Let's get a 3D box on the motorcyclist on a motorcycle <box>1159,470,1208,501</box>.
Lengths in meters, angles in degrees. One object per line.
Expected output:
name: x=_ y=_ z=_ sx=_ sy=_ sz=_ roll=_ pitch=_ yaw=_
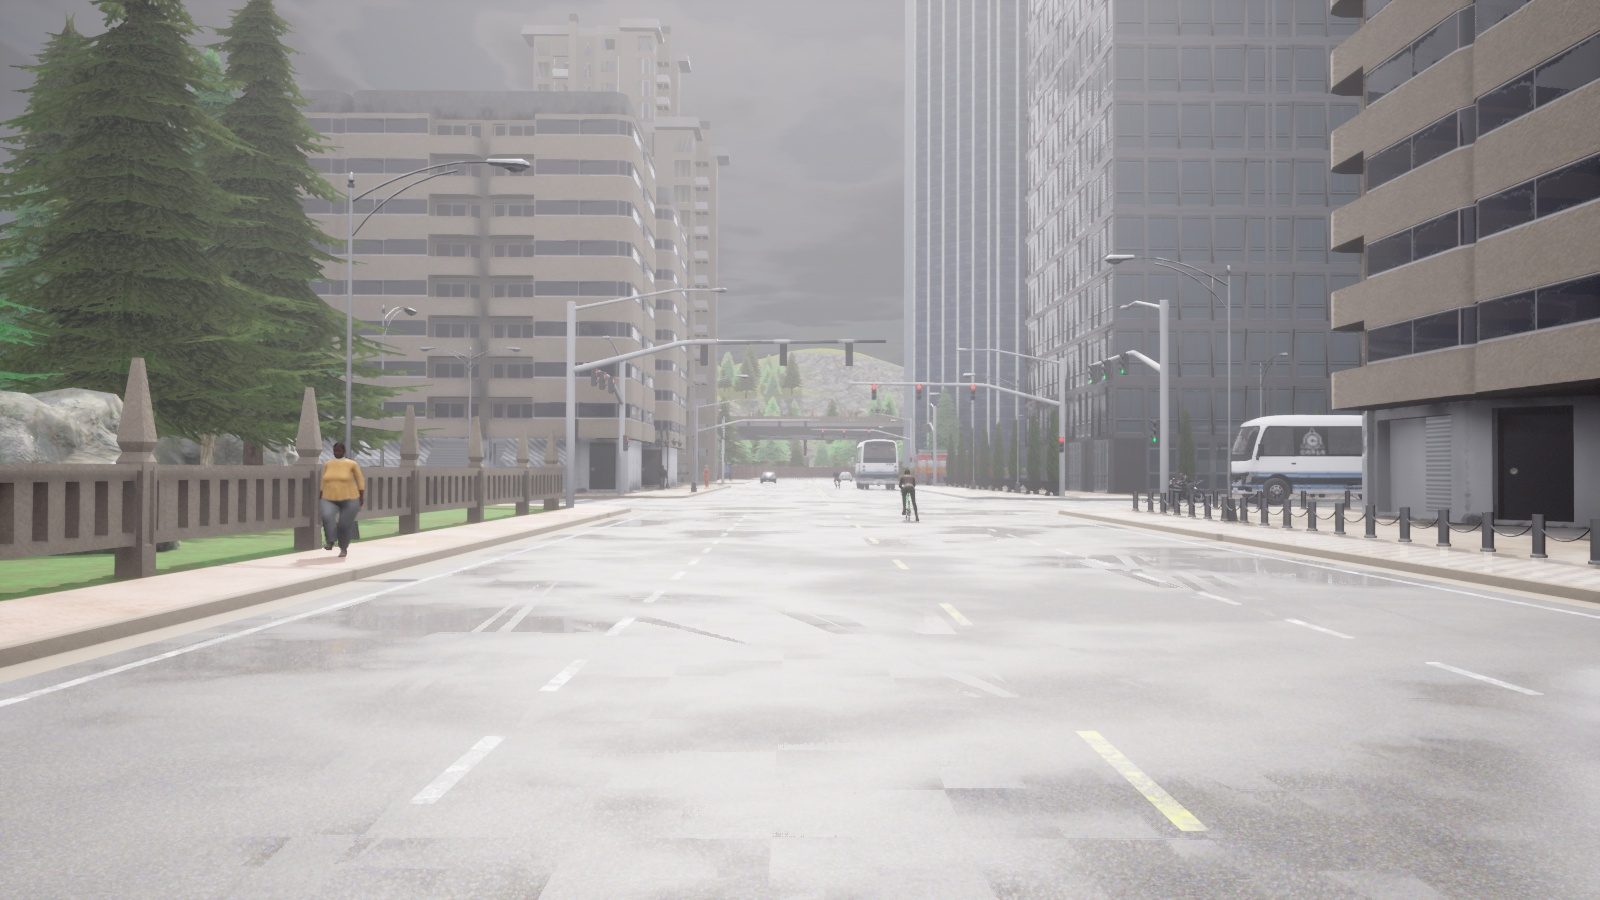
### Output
motorcyclist on a motorcycle: x=19.262 y=1.773 z=63.053 sx=2.191 sy=1.530 sz=0.866 roll=0 pitch=-1 yaw=0

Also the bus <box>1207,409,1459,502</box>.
bus: x=25.076 y=0.280 z=59.561 sx=10.273 sy=4.253 sz=3.944 roll=0 pitch=-1 yaw=0

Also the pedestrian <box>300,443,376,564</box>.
pedestrian: x=-7.275 y=0.834 z=19.820 sx=0.874 sy=1.855 sz=0.900 roll=0 pitch=-1 yaw=-2
